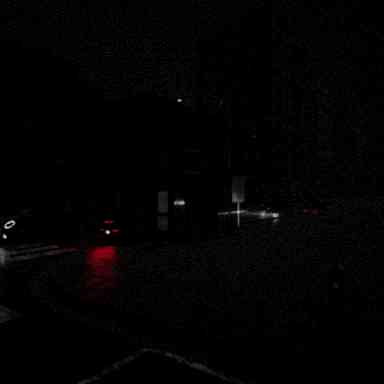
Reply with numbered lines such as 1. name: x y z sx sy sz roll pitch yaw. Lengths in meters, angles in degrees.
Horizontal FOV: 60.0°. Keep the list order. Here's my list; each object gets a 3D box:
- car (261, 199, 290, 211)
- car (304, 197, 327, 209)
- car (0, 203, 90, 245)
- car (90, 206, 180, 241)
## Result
1. car: 9.764 1.500 38.712 1.895 1.301 4.718 0 0 36
2. car: 15.679 1.366 42.069 2.128 1.511 4.902 0 0 36
3. car: -6.874 1.306 15.341 2.097 1.767 4.553 0 0 35
4. car: -2.301 1.437 16.200 1.837 1.490 4.892 -1 0 32
